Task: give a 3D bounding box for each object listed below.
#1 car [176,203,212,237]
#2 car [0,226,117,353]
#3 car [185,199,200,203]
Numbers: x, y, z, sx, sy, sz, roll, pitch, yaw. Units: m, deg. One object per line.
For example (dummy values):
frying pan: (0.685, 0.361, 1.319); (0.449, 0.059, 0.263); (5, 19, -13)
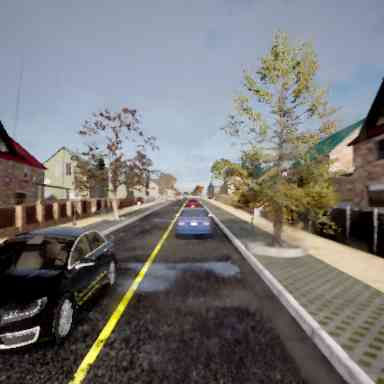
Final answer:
car: (0.096, 1.565, 18.293); (2.033, 1.411, 5.357); (0, 0, 0)
car: (-2.796, 1.510, 6.509); (1.837, 1.490, 4.892); (0, 0, 1)
car: (0.091, 1.585, 42.672); (1.812, 1.442, 4.674); (0, 0, 0)
